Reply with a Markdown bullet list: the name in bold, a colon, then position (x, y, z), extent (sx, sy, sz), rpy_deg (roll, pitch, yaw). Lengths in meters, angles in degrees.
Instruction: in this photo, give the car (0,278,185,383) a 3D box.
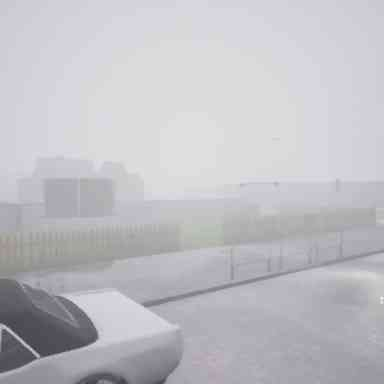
- **car**: position (-2.493, 1.605, 2.824), extent (4.718, 1.301, 1.895), rpy_deg (0, 0, -35)
